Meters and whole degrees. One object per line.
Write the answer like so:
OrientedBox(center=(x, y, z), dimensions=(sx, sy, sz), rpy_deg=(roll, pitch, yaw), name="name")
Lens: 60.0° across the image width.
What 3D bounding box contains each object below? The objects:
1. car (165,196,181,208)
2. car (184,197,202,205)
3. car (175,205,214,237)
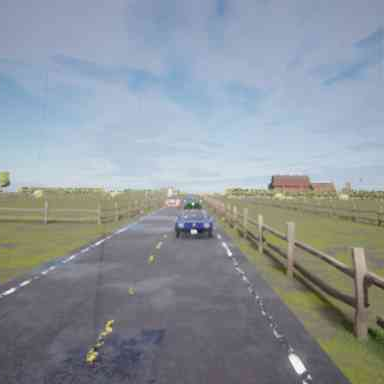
OrientedBox(center=(-2.791, 1.374, 48.767), dimensions=(2.097, 1.767, 4.553), rpy_deg=(0, 0, 1), name="car")
OrientedBox(center=(0.105, 1.369, 38.965), dimensions=(2.097, 1.767, 4.553), rpy_deg=(0, 0, 0), name="car")
OrientedBox(center=(0.100, 1.609, 17.992), dimensions=(1.895, 1.301, 4.718), rpy_deg=(0, 0, 0), name="car")
